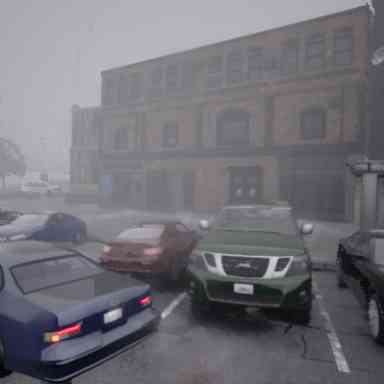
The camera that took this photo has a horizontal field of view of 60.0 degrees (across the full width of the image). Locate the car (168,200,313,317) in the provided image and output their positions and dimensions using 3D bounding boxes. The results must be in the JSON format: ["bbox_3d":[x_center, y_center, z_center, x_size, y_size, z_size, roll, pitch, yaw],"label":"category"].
[{"bbox_3d":[1.529,1.223,7.973,2.435,2.045,5.566,1,-1,15],"label":"car"}]

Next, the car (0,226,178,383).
[{"bbox_3d":[-3.018,1.540,5.454,5.357,1.411,2.033,0,0,35],"label":"car"}]

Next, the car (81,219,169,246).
[{"bbox_3d":[-0.956,1.511,9.724,2.002,1.452,4.674,0,-1,14],"label":"car"}]

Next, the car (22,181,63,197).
[{"bbox_3d":[-20.283,-0.417,44.808,5.566,2.045,2.435,1,6,7],"label":"car"}]

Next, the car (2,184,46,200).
[{"bbox_3d":[-21.678,0.161,42.162,4.674,1.452,2.002,1,6,7],"label":"car"}]

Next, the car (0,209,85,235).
[{"bbox_3d":[-5.938,1.504,13.135,2.002,1.452,4.674,1,-1,14],"label":"car"}]

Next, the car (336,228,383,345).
[{"bbox_3d":[4.003,1.479,6.262,2.097,1.535,5.008,1,-1,15],"label":"car"}]
